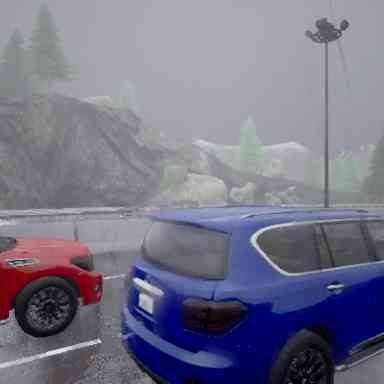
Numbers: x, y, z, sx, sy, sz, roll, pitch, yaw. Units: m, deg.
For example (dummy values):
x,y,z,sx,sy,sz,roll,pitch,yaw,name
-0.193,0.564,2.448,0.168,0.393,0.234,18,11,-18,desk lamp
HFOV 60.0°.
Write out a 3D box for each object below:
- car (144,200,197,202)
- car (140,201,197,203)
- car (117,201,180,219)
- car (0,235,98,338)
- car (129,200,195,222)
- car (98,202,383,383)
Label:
x,y,z,sx,sy,sz,roll,pitch,yaw,name
-1.303,1.350,23.687,4.553,1.767,2.097,0,0,-30,car
-0.906,1.503,19.877,4.892,1.490,1.837,0,0,-31,car
-3.934,1.545,30.324,5.357,1.411,2.033,0,0,-30,car
-4.234,1.218,4.966,5.566,2.045,2.150,1,0,-35,car
-2.388,1.489,27.126,4.902,1.511,2.128,0,0,-30,car
1.765,1.219,4.841,5.566,2.045,2.150,0,0,-34,car
